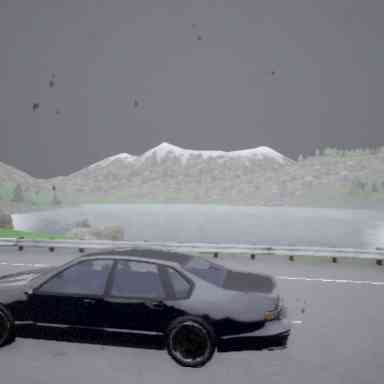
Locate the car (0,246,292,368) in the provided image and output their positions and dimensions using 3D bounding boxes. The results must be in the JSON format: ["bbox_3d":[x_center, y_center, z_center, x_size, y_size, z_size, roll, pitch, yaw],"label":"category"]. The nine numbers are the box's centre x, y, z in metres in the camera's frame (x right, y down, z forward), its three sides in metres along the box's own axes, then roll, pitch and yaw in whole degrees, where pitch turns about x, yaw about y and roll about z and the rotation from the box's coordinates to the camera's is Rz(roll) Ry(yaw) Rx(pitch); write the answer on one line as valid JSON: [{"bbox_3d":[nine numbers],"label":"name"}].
[{"bbox_3d":[-1.176,1.660,5.521,5.357,1.411,2.033,0,-1,10],"label":"car"}]
